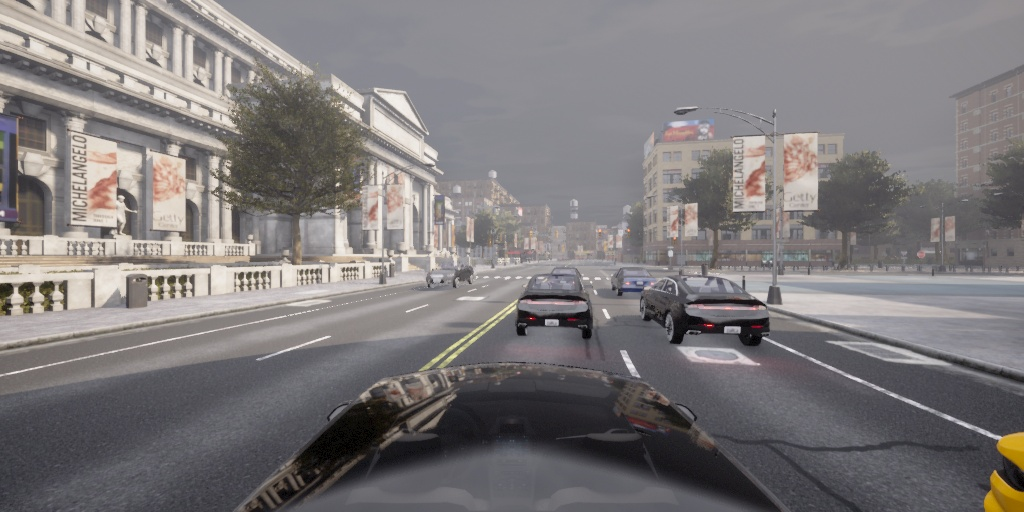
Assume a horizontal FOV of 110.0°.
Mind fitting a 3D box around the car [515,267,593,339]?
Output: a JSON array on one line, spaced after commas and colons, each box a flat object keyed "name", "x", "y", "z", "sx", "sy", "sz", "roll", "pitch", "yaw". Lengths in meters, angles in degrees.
[{"name": "car", "x": 1.259, "y": 1.242, "z": 10.222, "sx": 2.128, "sy": 1.511, "sz": 4.902, "roll": 0, "pitch": 0, "yaw": 9}]

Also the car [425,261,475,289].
[{"name": "car", "x": -3.772, "y": 1.081, "z": 22.550, "sx": 2.128, "sy": 1.511, "sz": 4.902, "roll": 0, "pitch": 0, "yaw": 11}]

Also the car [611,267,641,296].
[{"name": "car", "x": 6.374, "y": 1.297, "z": 19.058, "sx": 2.033, "sy": 1.411, "sz": 5.357, "roll": 0, "pitch": 0, "yaw": 11}]

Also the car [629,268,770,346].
[{"name": "car", "x": 4.695, "y": 1.242, "z": 9.450, "sx": 2.128, "sy": 1.511, "sz": 4.902, "roll": 0, "pitch": 0, "yaw": 9}]

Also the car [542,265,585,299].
[{"name": "car", "x": 2.924, "y": 1.297, "z": 19.700, "sx": 2.033, "sy": 1.411, "sz": 5.357, "roll": 0, "pitch": 0, "yaw": 11}]
